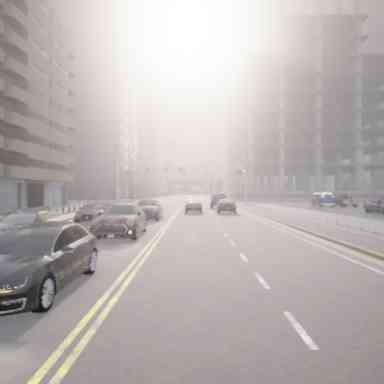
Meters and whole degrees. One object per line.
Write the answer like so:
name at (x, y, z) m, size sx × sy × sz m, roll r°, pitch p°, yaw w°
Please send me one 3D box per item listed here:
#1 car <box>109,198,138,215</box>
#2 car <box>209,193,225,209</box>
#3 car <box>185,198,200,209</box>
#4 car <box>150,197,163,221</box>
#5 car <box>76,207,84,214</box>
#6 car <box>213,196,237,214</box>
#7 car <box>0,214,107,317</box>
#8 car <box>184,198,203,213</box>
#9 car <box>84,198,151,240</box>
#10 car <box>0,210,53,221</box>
car at (-6.974, 1.464, 34.383) m, size 1.882 × 1.535 × 5.008 m, roll 0°, pitch 0°, yaw 1°
car at (3.610, 1.213, 46.099) m, size 2.150 × 2.045 × 5.566 m, roll 0°, pitch 0°, yaw 0°
car at (0.113, 1.534, 46.378) m, size 2.033 × 1.411 × 5.357 m, roll 0°, pitch 0°, yaw 1°
car at (-3.527, 1.342, 26.763) m, size 2.097 × 1.767 × 4.553 m, roll 0°, pitch 0°, yaw 0°
car at (-7.044, 1.553, 24.260) m, size 1.994 × 1.385 × 4.181 m, roll 0°, pitch 0°, yaw 0°
car at (3.577, 1.470, 35.426) m, size 1.882 × 1.535 × 5.008 m, roll 0°, pitch 0°, yaw 0°
car at (-3.586, 1.501, 7.703) m, size 1.837 × 1.490 × 4.892 m, roll 0°, pitch 0°, yaw 0°
car at (0.178, 1.482, 35.967) m, size 2.128 × 1.511 × 4.902 m, roll 0°, pitch 0°, yaw 0°
car at (-3.563, 1.345, 16.846) m, size 2.097 × 1.767 × 4.553 m, roll 0°, pitch 0°, yaw 0°
car at (-7.063, 1.518, 14.265) m, size 1.812 × 1.442 × 4.674 m, roll 0°, pitch 0°, yaw 0°
